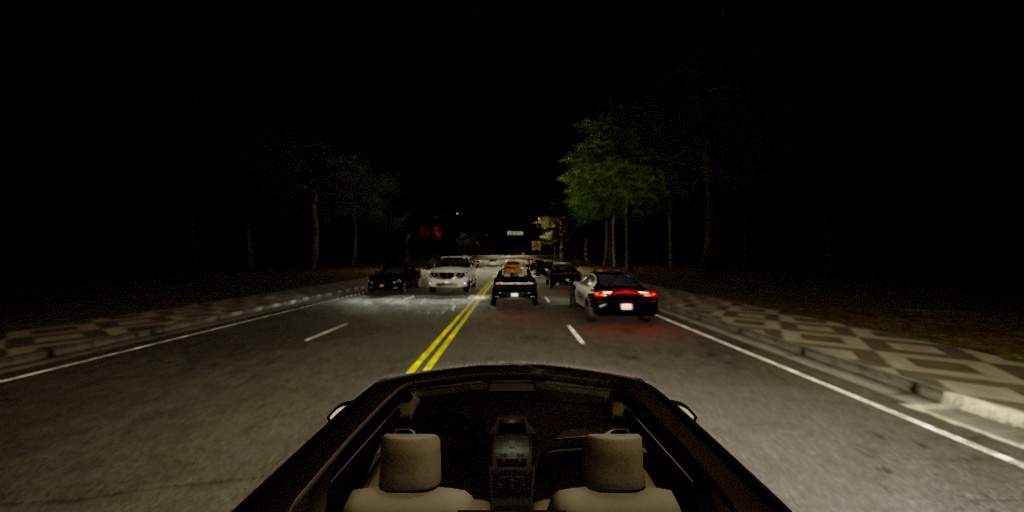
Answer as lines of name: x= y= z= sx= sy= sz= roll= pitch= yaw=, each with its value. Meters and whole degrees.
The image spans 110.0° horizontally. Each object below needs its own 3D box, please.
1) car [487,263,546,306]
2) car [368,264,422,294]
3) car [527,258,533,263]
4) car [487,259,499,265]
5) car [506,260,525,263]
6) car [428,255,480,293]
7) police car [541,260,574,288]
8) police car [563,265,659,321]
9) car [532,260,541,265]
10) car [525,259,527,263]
car: x=0.102 y=1.244 z=15.884 sx=2.128 sy=1.511 sz=4.902 roll=0 pitch=0 yaw=0
car: x=-6.596 y=1.231 z=20.661 sx=1.882 sy=1.535 sz=5.008 roll=0 pitch=0 yaw=0
car: x=3.251 y=1.236 z=45.572 sx=1.837 sy=1.490 sz=4.892 roll=0 pitch=0 yaw=0
car: x=-3.268 y=1.223 z=63.165 sx=1.812 sy=1.442 sz=4.674 roll=0 pitch=0 yaw=1
car: x=0.102 y=1.223 z=37.085 sx=1.882 sy=1.535 sz=5.008 roll=0 pitch=0 yaw=0
car: x=-3.345 y=0.975 z=21.122 sx=2.150 sy=2.045 sz=5.566 roll=0 pitch=0 yaw=0
police car: x=3.251 y=1.179 z=23.683 sx=1.930 sy=1.638 sz=5.238 roll=0 pitch=0 yaw=0
police car: x=3.250 y=1.257 z=12.573 sx=2.038 sy=1.542 sz=4.974 roll=0 pitch=0 yaw=0
car: x=3.251 y=1.274 z=34.572 sx=1.812 sy=1.442 sz=4.674 roll=0 pitch=0 yaw=0
car: x=3.251 y=1.275 z=56.571 sx=1.994 sy=1.385 sz=4.181 roll=0 pitch=0 yaw=0
